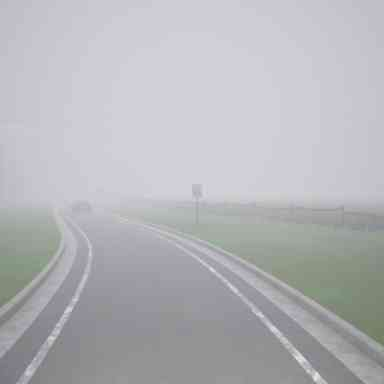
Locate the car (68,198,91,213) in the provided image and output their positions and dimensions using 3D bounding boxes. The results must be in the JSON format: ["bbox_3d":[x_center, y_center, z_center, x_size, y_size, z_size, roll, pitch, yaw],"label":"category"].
[{"bbox_3d":[-12.624,1.563,37.868,1.994,1.385,4.181,0,0,-23],"label":"car"}]

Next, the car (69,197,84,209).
[{"bbox_3d":[-16.436,1.526,47.120,1.812,1.442,4.674,0,0,-22],"label":"car"}]
